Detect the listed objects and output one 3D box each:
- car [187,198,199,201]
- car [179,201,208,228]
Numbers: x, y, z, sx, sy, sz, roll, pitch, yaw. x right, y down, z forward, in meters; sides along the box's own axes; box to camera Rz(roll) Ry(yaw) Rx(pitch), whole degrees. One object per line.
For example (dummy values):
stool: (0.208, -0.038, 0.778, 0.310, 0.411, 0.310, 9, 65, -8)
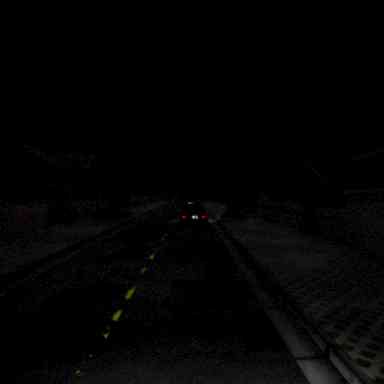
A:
car: (0.101, 1.525, 41.349, 2.128, 1.511, 4.902, 0, 0, 0)
car: (0.101, 1.544, 22.162, 2.033, 1.411, 5.357, 0, 0, 0)
